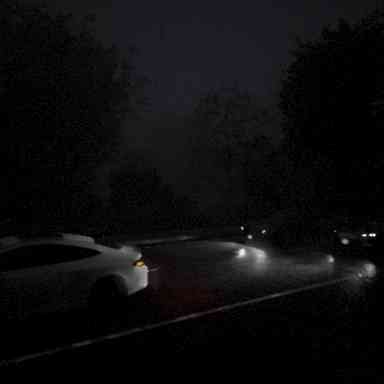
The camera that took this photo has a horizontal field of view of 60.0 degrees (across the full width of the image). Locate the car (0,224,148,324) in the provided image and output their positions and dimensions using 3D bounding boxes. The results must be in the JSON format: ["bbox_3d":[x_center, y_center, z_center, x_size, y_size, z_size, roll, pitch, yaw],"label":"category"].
[{"bbox_3d":[-3.051,1.496,5.937,4.674,1.442,1.812,0,0,-35],"label":"car"}]

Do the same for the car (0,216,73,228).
[{"bbox_3d":[-4.829,1.434,8.970,5.008,1.535,1.882,0,0,-34],"label":"car"}]

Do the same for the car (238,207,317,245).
[{"bbox_3d":[4.710,1.414,14.955,5.357,1.411,2.033,-1,1,-29],"label":"car"}]

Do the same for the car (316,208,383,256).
[{"bbox_3d":[7.285,1.342,12.306,4.902,1.511,2.128,-1,1,-28],"label":"car"}]
